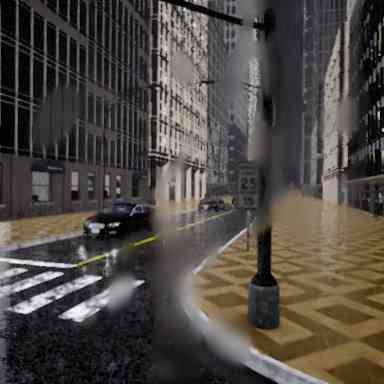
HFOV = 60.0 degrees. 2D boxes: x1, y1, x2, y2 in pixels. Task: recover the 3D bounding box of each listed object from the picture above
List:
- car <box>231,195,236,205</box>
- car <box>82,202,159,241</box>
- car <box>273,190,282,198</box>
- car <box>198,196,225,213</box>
[{"bbox_3d":[6.961,0.996,48.187,2.033,1.411,5.357,1,1,17],"label":"car"},{"bbox_3d":[-3.112,1.258,15.492,2.128,1.511,4.902,1,1,17],"label":"car"},{"bbox_3d":[23.138,0.790,90.959,2.128,1.511,4.902,1,1,17],"label":"car"},{"bbox_3d":[1.943,1.142,32.052,2.128,1.511,4.902,1,1,17],"label":"car"}]
